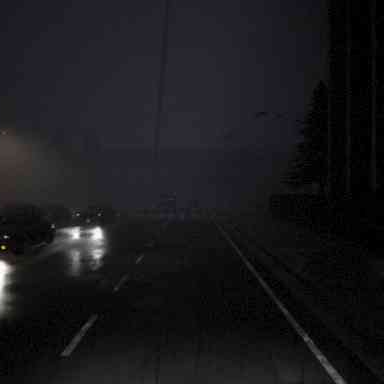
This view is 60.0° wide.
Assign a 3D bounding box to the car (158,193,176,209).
[{"bbox_3d":[-3.400,1.153,45.199,2.150,2.045,5.566,0,0,0],"label":"car"}]

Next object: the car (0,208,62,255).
[{"bbox_3d":[-7.058,1.558,13.183,1.994,1.385,4.181,0,0,0],"label":"car"}]

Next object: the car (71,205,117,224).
[{"bbox_3d":[-7.001,1.631,24.683,1.895,1.301,4.718,0,0,0],"label":"car"}]

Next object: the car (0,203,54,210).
[{"bbox_3d":[-10.501,1.468,20.066,1.882,1.535,5.008,0,0,0],"label":"car"}]

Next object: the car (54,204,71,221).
[{"bbox_3d":[-10.501,1.589,24.713,1.994,1.385,4.181,0,0,0],"label":"car"}]

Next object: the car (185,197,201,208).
[{"bbox_3d":[0.099,1.446,45.881,1.837,1.490,4.892,0,-1,0],"label":"car"}]
